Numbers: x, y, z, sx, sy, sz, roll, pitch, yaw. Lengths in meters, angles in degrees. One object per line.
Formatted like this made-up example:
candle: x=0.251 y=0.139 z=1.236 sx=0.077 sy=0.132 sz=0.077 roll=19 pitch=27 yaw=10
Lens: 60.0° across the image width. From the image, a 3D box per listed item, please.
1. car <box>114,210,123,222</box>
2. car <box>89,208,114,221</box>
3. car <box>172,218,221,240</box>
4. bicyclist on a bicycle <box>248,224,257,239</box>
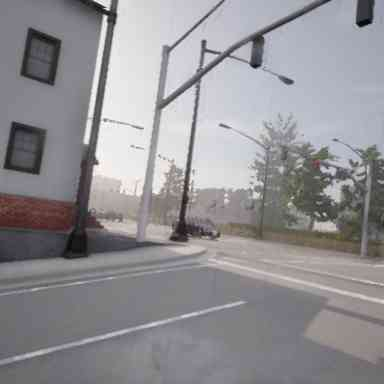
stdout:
car: x=-11.840 y=3.489 z=49.575 sx=1.837 sy=1.490 sz=4.892 roll=11 pitch=-6 yaw=-35
car: x=-12.646 y=2.954 z=44.618 sx=1.812 sy=1.442 sz=4.674 roll=11 pitch=-6 yaw=-36
car: x=0.311 y=2.881 z=26.810 sx=2.128 sy=1.511 sz=4.902 roll=11 pitch=-6 yaw=-36
bicyclist on a bicycle: x=6.680 y=4.351 z=36.399 sx=1.656 sy=1.620 sz=0.582 roll=1 pitch=-21 yaw=-39
